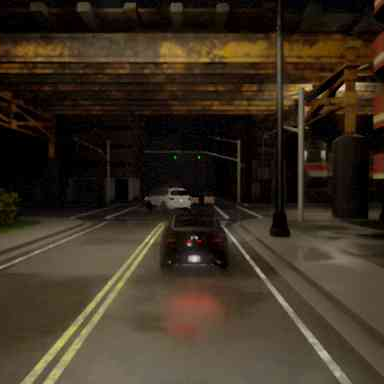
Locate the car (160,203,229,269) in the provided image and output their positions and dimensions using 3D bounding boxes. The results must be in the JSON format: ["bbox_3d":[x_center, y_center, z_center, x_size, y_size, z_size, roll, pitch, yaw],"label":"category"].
[{"bbox_3d":[0.067,1.320,10.474,1.837,1.490,4.892,0,1,0],"label":"car"}]

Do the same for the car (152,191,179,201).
[{"bbox_3d":[-3.621,0.484,46.283,1.853,1.218,4.536,0,1,25],"label":"car"}]

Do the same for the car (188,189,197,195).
[{"bbox_3d":[0.150,0.025,72.572,1.853,1.218,4.536,0,1,0],"label":"car"}]

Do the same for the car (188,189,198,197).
[{"bbox_3d":[0.151,0.183,72.523,2.038,1.542,4.974,0,1,0],"label":"car"}]

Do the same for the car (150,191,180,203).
[{"bbox_3d":[-3.642,0.642,46.238,2.038,1.542,4.974,0,1,25],"label":"car"}]

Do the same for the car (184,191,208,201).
[{"bbox_3d":[0.500,0.489,45.976,1.853,1.218,4.536,0,1,-20],"label":"car"}]

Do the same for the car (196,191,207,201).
[{"bbox_3d":[0.518,0.648,45.931,2.038,1.542,4.974,0,1,-20],"label":"car"}]

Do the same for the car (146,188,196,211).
[{"bbox_3d":[-2.159,0.708,29.204,2.150,2.045,5.566,1,0,-29],"label":"car"}]

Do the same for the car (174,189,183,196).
[{"bbox_3d":[-3.280,0.034,81.044,2.038,1.542,4.974,0,1,0],"label":"car"}]
